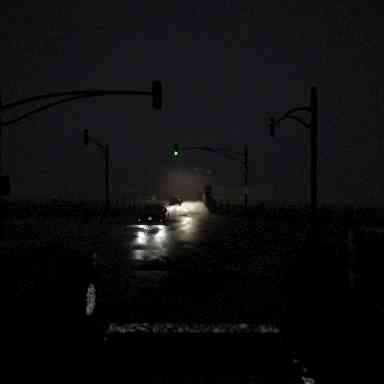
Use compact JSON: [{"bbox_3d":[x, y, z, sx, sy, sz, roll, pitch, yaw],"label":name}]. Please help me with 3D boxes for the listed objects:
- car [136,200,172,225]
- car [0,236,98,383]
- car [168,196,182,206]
[{"bbox_3d":[-2.710,1.520,23.553,1.994,1.385,4.181,1,0,0],"label":"car"},{"bbox_3d":[-2.739,1.473,4.459,1.882,1.535,5.008,0,0,0],"label":"car"},{"bbox_3d":[-2.572,1.433,52.057,2.128,1.511,4.902,0,0,0],"label":"car"}]
